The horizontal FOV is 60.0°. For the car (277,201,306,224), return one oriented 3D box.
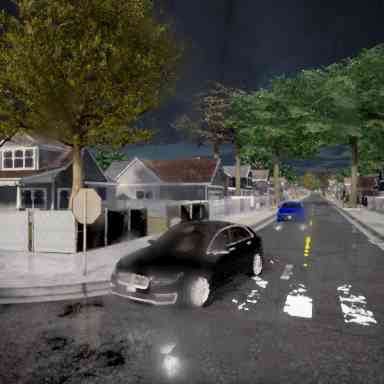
[{"bbox_3d":[7.623,1.480,25.353,1.882,1.535,5.008,0,0,20],"label":"car"}]

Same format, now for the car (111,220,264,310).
[{"bbox_3d":[0.220,1.505,8.078,1.837,1.490,4.892,0,0,33],"label":"car"}]
